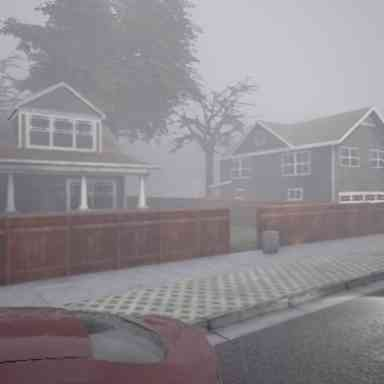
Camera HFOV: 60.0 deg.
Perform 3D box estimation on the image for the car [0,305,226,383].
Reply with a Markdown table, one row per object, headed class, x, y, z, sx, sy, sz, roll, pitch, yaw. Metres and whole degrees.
| class | x | y | z | sx | sy | sz | roll | pitch | yaw |
| --- | --- | --- | --- | --- | --- | --- | --- | --- | --- |
| car | -1.823 | 1.523 | 1.712 | 4.674 | 1.442 | 1.812 | 0 | 0 | -35 |
